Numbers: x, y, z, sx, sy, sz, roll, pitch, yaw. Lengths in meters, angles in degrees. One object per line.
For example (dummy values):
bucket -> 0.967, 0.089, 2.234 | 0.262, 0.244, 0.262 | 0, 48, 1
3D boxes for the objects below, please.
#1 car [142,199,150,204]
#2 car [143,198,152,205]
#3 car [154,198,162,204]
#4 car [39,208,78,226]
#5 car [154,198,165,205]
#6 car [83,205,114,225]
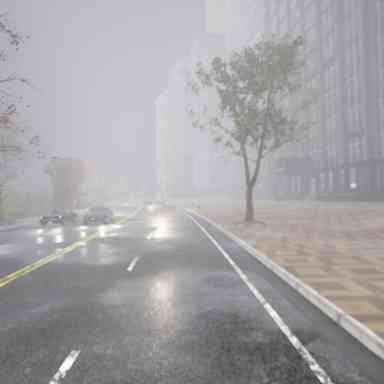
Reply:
car -> -12.781, 2.676, 92.903 | 2.033, 1.411, 5.357 | -1, -1, -10
car -> -11.093, 2.388, 82.978 | 2.097, 1.767, 4.553 | -1, -1, -9
car -> -9.437, 2.526, 92.651 | 1.812, 1.442, 4.674 | -1, -1, -10
car -> -11.137, 2.068, 28.009 | 1.895, 1.301, 4.718 | -1, -1, -4
car -> -7.750, 2.486, 82.668 | 2.128, 1.511, 4.902 | -1, -1, -9
car -> -7.907, 1.912, 28.390 | 1.837, 1.490, 4.892 | -1, -1, -4
